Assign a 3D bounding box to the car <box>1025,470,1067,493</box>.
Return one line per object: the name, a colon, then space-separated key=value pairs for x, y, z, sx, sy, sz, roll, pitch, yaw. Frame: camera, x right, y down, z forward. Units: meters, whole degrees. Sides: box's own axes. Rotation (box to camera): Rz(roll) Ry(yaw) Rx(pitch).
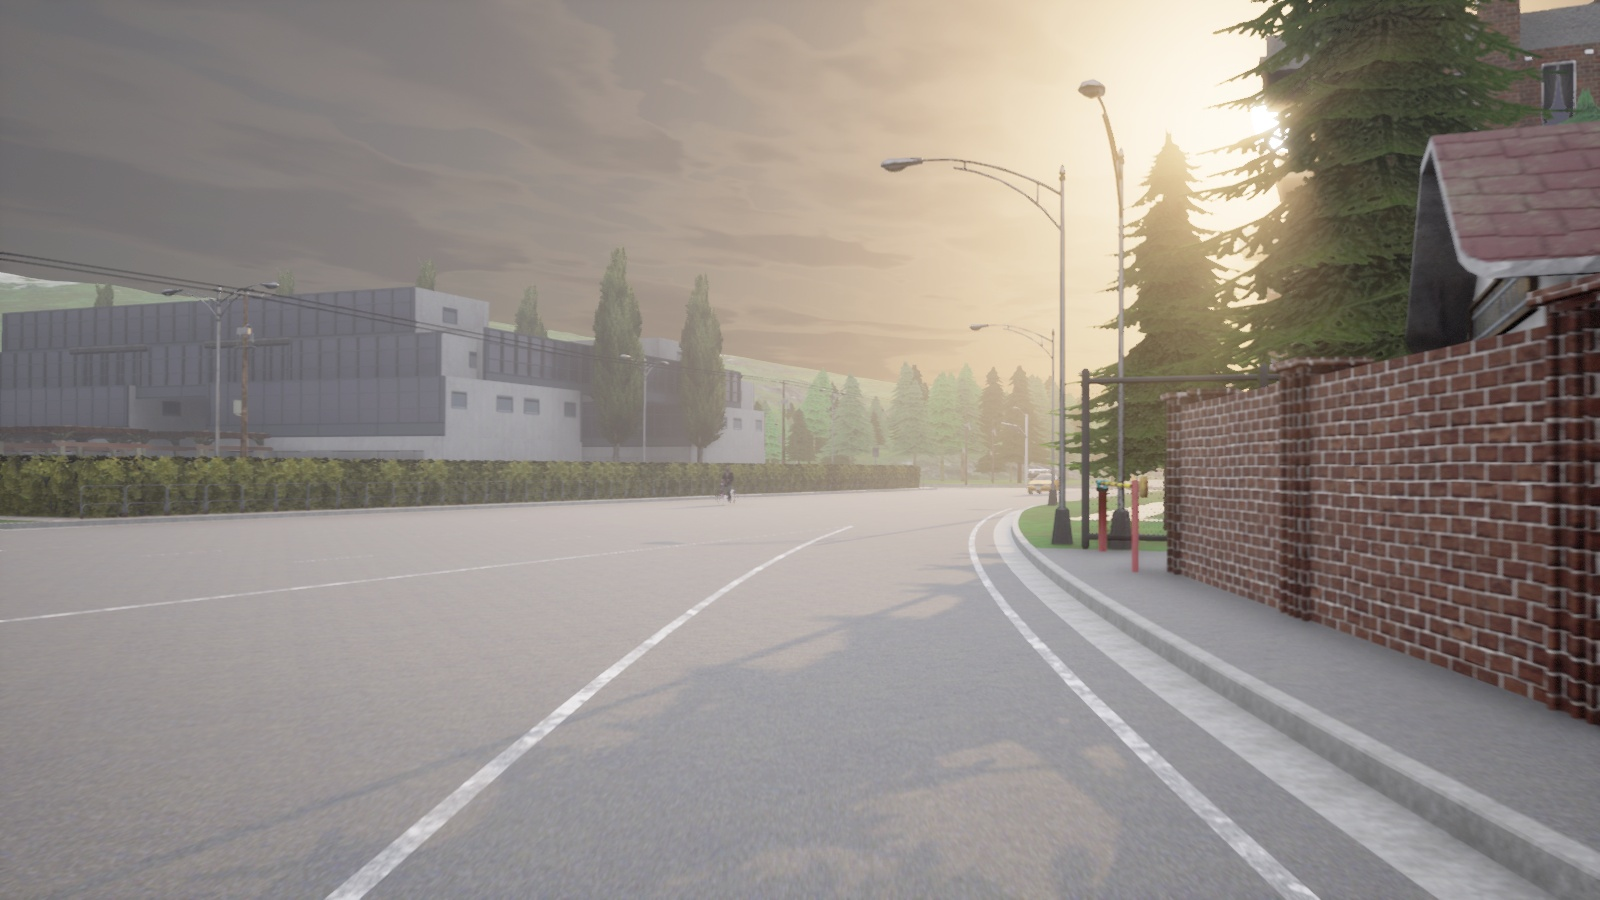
car: x=17.058 y=2.141 z=86.830 sx=1.801 sy=1.575 sz=5.366 roll=-1 pitch=-1 yaw=23
